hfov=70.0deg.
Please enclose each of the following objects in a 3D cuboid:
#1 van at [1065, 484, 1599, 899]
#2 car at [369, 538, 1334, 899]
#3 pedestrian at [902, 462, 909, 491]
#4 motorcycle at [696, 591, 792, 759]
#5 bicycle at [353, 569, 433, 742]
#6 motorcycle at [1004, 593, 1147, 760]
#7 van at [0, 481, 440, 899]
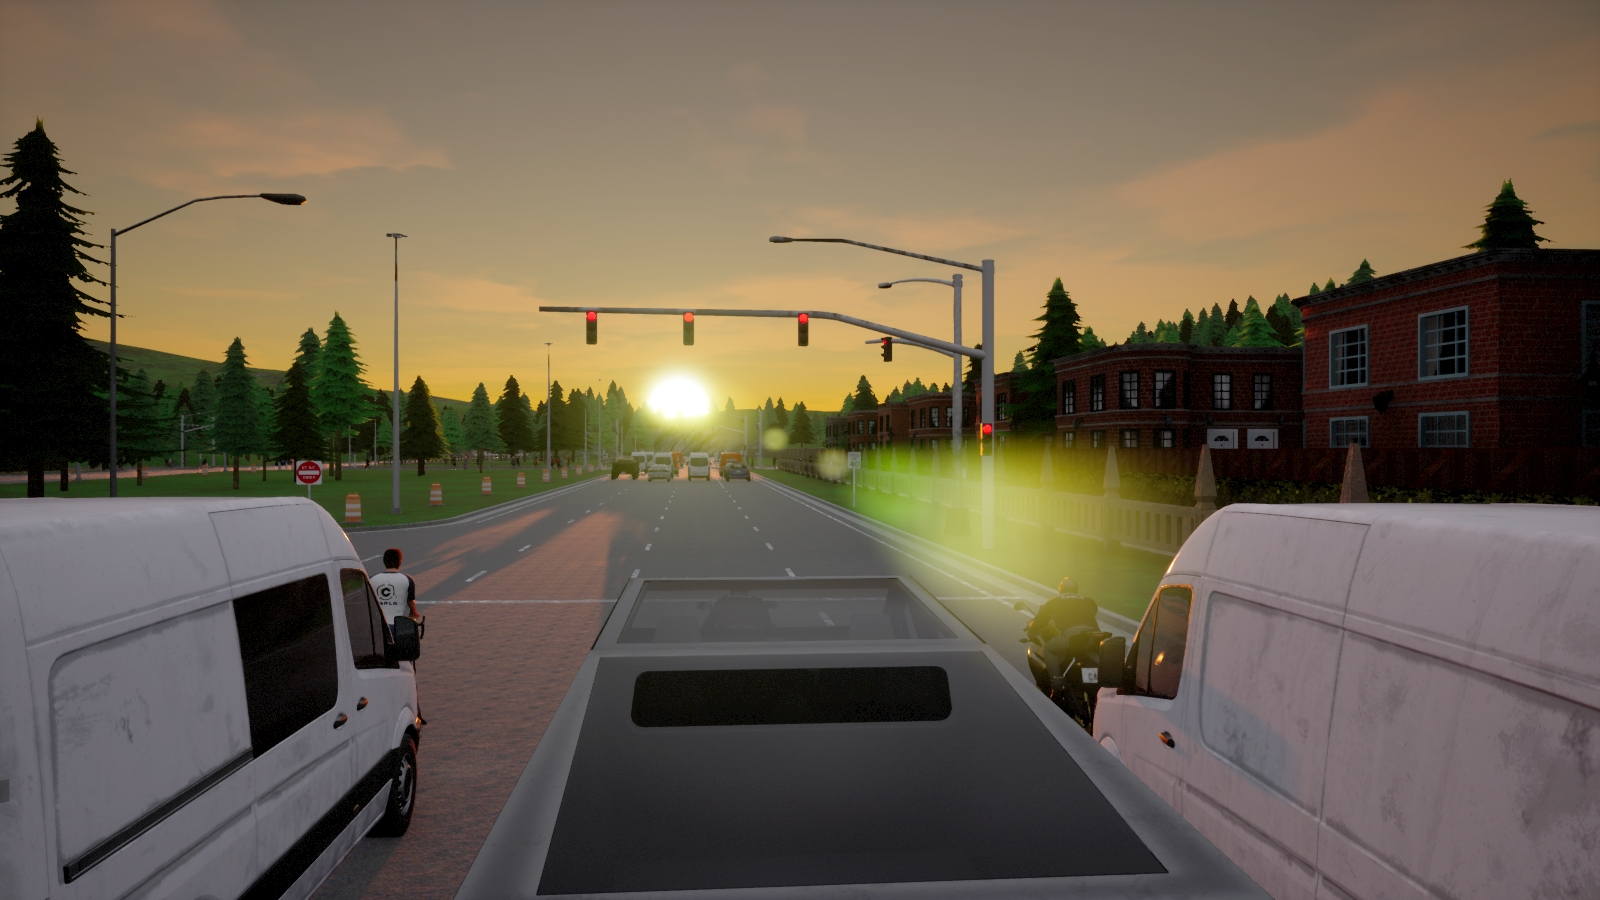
[{"bbox_3d":[3.020,1.534,5.590,1.988,2.561,5.915,0,0,-1],"label":"van"},{"bbox_3d":[-0.117,1.754,5.929,2.390,2.098,6.274,0,0,-5],"label":"car"},{"bbox_3d":[6.866,1.698,74.244,0.375,1.860,0.375,0,0,-5],"label":"pedestrian"},{"bbox_3d":[-0.613,2.205,11.622,0.867,1.251,2.209,0,0,-6],"label":"motorcycle"},{"bbox_3d":[-4.173,2.056,11.794,0.373,1.496,1.643,0,0,-5],"label":"bicycle"},{"bbox_3d":[2.714,2.205,11.543,0.867,1.251,2.209,0,0,-2],"label":"motorcycle"},{"bbox_3d":[-3.677,1.534,6.378,1.988,2.561,5.915,0,0,-5],"label":"van"}]
